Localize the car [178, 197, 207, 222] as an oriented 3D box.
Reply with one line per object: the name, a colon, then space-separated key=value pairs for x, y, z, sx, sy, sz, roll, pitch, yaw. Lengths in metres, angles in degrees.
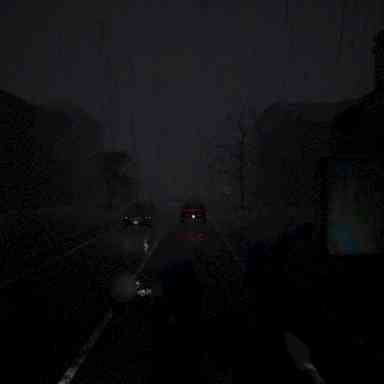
car: x=0.102 y=1.395 z=25.156 sx=1.837 sy=1.490 sz=4.892 roll=0 pitch=1 yaw=0

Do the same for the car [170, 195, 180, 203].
car: x=-3.023 y=1.333 z=62.033 sx=2.128 sy=1.511 sz=4.902 roll=0 pitch=0 yaw=1

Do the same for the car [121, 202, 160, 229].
car: x=-3.098 y=1.403 z=20.747 sx=2.128 sy=1.511 sz=4.902 roll=0 pitch=0 yaw=0

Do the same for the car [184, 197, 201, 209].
car: x=0.104 y=1.344 z=42.851 sx=2.033 sy=1.411 sz=5.357 roll=0 pitch=0 yaw=0
